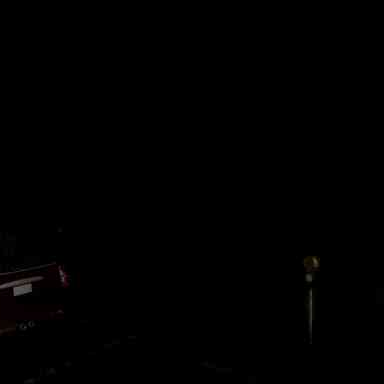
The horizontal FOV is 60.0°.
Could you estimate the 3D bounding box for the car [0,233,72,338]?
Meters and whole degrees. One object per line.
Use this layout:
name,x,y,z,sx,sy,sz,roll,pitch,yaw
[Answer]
car,-4.033,1.440,5.949,4.097,1.590,1.967,0,0,35
